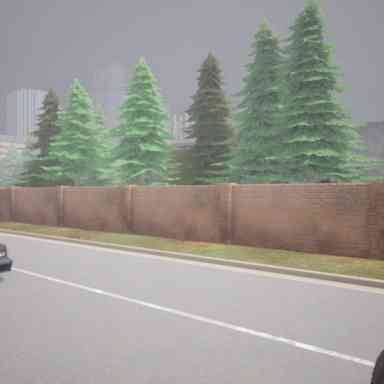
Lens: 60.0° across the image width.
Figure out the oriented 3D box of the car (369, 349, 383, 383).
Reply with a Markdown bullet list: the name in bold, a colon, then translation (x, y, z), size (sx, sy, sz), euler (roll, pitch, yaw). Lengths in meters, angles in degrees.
- **car**: translation (3.505, 1.504, 1.498), size (4.892, 1.490, 1.837), euler (0, 0, 35)

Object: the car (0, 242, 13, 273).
- **car**: translation (-6.974, 1.544, 8.951), size (5.357, 1.411, 2.033), euler (0, 0, 34)
